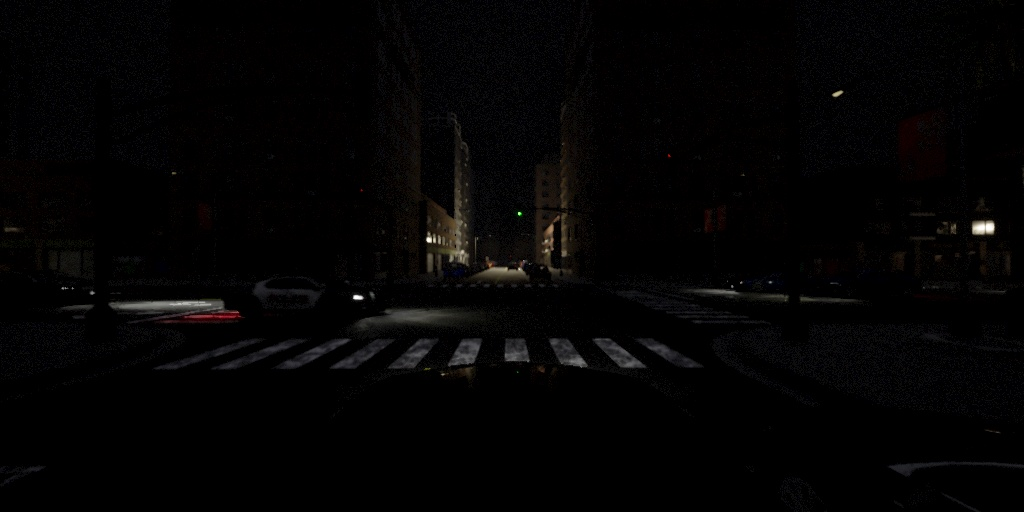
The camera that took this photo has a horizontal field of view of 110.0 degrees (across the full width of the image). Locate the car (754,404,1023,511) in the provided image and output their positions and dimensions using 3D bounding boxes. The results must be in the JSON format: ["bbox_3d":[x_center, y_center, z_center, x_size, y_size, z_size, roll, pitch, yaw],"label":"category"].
[{"bbox_3d":[2.673,1.291,0.944,2.007,1.370,4.403,0,0,0],"label":"car"}]

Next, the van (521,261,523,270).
[{"bbox_3d":[2.802,1.748,58.267,1.690,1.789,3.998,0,0,0],"label":"van"}]

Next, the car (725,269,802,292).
[{"bbox_3d":[16.757,1.562,22.978,5.357,1.411,2.033,0,-1,0],"label":"car"}]

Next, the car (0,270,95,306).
[{"bbox_3d":[-21.189,1.376,16.000,4.902,1.511,2.128,0,-1,0],"label":"car"}]

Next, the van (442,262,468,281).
[{"bbox_3d":[-5.778,1.485,35.611,1.690,1.789,3.998,0,0,0],"label":"van"}]

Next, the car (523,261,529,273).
[{"bbox_3d":[2.775,1.716,46.929,1.967,1.591,4.097,0,0,0],"label":"car"}]

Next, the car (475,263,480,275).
[{"bbox_3d":[-5.751,1.842,46.947,1.948,1.339,4.313,0,0,0],"label":"car"}]

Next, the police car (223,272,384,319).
[{"bbox_3d":[-7.284,1.384,12.951,4.974,1.542,2.038,0,-1,0],"label":"police car"}]

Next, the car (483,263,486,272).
[{"bbox_3d":[-5.723,1.973,58.283,1.948,1.339,4.313,0,0,0],"label":"car"}]

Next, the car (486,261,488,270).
[{"bbox_3d":[-5.710,1.998,63.780,1.751,1.417,4.829,0,0,0],"label":"car"}]

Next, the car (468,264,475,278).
[{"bbox_3d":[-5.765,1.651,41.279,1.967,1.591,4.097,0,0,0],"label":"car"}]

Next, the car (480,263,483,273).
[{"bbox_3d":[-5.737,1.924,52.615,1.802,1.307,4.207,0,0,0],"label":"car"}]

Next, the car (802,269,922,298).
[{"bbox_3d":[19.373,1.463,19.746,5.008,1.535,1.882,0,-1,0],"label":"car"}]

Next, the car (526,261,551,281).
[{"bbox_3d":[2.747,1.584,35.592,1.967,1.591,4.097,0,0,0],"label":"car"}]
